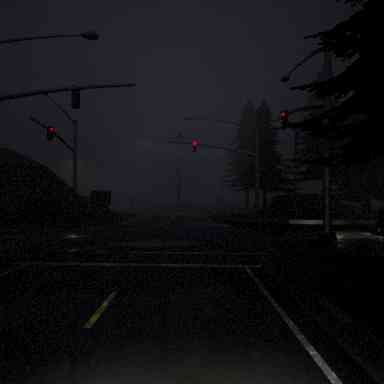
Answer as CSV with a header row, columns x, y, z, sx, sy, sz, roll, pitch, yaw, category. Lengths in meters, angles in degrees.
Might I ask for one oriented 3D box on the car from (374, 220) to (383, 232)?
x,y,z,sx,sy,sz,roll,pitch,yaw,category
14.214,1.864,21.230,4.553,1.767,2.097,0,-1,0,car
